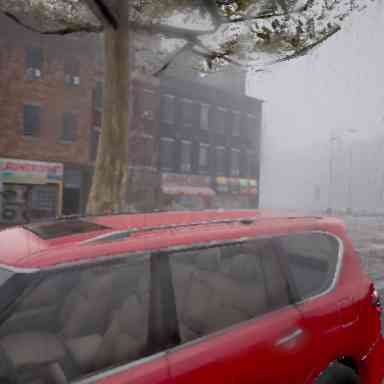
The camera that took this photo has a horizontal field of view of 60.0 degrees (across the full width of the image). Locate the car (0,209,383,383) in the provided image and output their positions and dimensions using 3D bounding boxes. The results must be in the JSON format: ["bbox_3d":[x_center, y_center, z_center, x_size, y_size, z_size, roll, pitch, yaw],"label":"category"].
[{"bbox_3d":[-0.770,1.217,2.491,5.566,2.045,2.150,0,0,-35],"label":"car"}]
